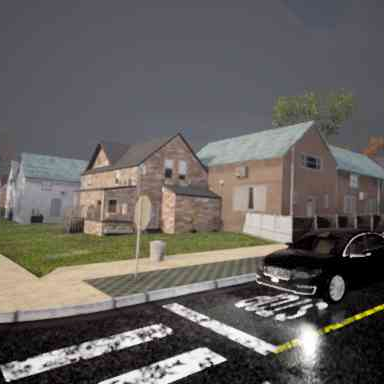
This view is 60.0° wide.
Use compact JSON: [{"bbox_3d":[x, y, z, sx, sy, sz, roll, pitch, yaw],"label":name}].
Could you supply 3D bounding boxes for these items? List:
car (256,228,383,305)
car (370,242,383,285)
[{"bbox_3d":[3.790,1.738,8.757,4.892,1.490,1.837,2,-2,-36],"label":"car"},{"bbox_3d":[6.010,1.735,6.819,5.357,1.411,2.033,2,-2,-37],"label":"car"}]
